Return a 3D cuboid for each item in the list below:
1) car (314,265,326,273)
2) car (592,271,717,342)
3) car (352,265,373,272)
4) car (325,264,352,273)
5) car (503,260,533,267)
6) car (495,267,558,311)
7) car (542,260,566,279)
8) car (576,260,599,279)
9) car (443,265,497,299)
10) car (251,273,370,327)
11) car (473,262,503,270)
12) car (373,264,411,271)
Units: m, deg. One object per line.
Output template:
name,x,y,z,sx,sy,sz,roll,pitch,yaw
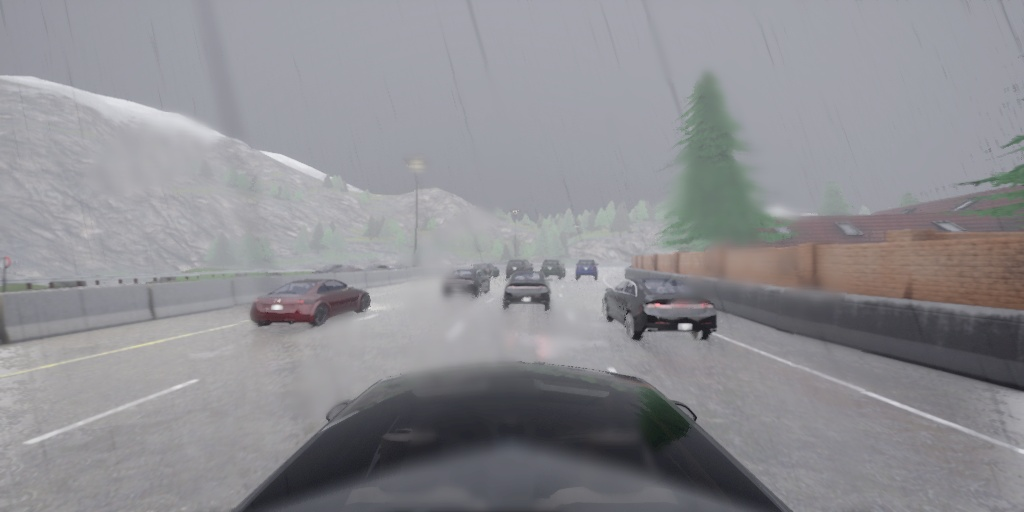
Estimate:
car,-22.756,1.796,45.341,1.837,1.490,4.892,0,-1,14
car,3.865,1.341,10.170,2.128,1.511,4.902,0,-1,3
car,-16.225,1.758,42.574,1.837,1.490,4.892,0,-1,14
car,-19.716,1.825,43.001,1.994,1.385,4.181,0,-1,14
car,0.921,1.413,38.609,2.150,2.045,5.566,0,-1,14
car,0.737,1.408,15.585,2.128,1.511,4.902,0,-1,5
car,4.484,1.409,38.489,2.150,2.045,5.566,-1,-1,14
car,8.056,1.404,38.345,2.150,2.045,5.566,-1,-1,14
car,-2.378,1.459,19.649,2.128,1.511,4.902,0,-1,6
car,-6.517,1.445,12.139,1.994,1.385,4.181,0,-1,4
car,-2.754,1.538,38.028,2.097,1.767,4.553,0,-1,13
car,-13.086,1.777,40.857,2.033,1.411,5.357,0,-1,14
